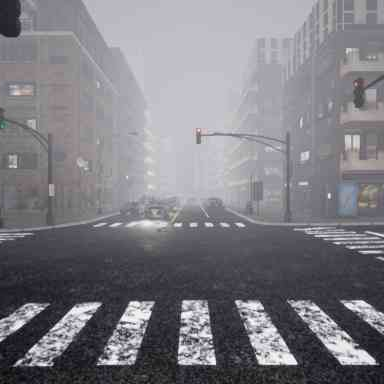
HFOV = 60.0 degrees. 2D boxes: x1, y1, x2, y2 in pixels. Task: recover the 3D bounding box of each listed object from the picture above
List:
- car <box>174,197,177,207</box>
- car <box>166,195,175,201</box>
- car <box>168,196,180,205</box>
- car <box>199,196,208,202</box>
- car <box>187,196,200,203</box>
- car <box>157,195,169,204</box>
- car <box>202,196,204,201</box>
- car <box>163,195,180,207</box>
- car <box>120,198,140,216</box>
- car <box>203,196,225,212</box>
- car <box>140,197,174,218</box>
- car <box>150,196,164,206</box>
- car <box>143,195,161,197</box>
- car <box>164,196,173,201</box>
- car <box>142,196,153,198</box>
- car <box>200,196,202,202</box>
[{"bbox_3d":[-3.144,1.610,39.921,1.895,1.301,4.718,0,0,0],"label":"car"},{"bbox_3d":[-5.791,1.595,89.012,2.008,1.369,4.403,0,0,0],"label":"car"},{"bbox_3d":[-3.113,1.498,59.909,1.882,1.535,5.008,0,0,0],"label":"car"},{"bbox_3d":[2.602,1.585,77.659,2.008,1.369,4.403,0,0,0],"label":"car"},{"bbox_3d":[-0.036,1.539,70.608,2.128,1.511,4.902,0,0,0],"label":"car"},{"bbox_3d":[-5.765,1.465,66.284,1.967,1.590,4.097,0,0,0],"label":"car"},{"bbox_3d":[2.641,1.451,43.565,1.967,1.590,4.097,0,0,0],"label":"car"},{"bbox_3d":[-3.145,1.578,49.899,1.994,1.385,4.181,0,0,0],"label":"car"},{"bbox_3d":[-5.726,1.572,32.188,1.947,1.339,4.313,0,0,0],"label":"car"},{"bbox_3d":[2.647,1.449,37.882,1.967,1.590,4.097,0,0,0],"label":"car"},{"bbox_3d":[-3.126,1.497,30.622,2.128,1.511,4.902,0,0,1],"label":"car"},{"bbox_3d":[-5.752,1.457,54.918,1.967,1.590,4.097,0,0,0],"label":"car"},{"bbox_3d":[-5.739,1.326,43.553,2.192,1.841,5.009,0,0,0],"label":"car"},{"bbox_3d":[-5.785,1.590,83.330,2.008,1.369,4.403,0,0,0],"label":"car"},{"bbox_3d":[-5.732,1.534,37.701,1.752,1.417,4.829,0,0,0],"label":"car"},{"bbox_3d":[2.629,1.599,54.930,1.802,1.307,4.206,0,0,0],"label":"car"}]
